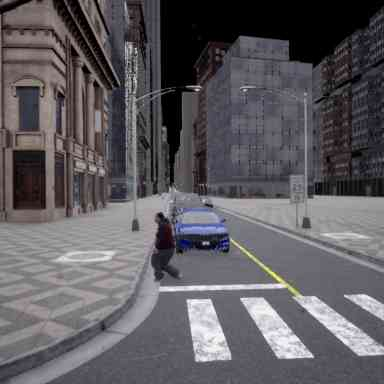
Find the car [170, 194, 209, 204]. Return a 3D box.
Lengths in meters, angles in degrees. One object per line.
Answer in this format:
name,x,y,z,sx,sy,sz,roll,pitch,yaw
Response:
car,-0.338,1.145,23.527,2.150,2.045,5.566,0,0,-3

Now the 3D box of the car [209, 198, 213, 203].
car,1.626,1.370,43.826,2.033,1.411,5.357,0,0,-4

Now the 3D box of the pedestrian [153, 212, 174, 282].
pedestrian,-0.687,1.282,8.136,0.375,1.860,0.375,0,0,-4

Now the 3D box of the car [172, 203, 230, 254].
car,0.271,1.437,13.602,1.882,1.535,5.008,0,0,-4

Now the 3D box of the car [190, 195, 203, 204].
car,0.773,1.325,57.551,1.994,1.385,4.181,0,0,-4

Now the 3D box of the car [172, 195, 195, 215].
car,-0.934,1.240,33.476,2.097,1.767,4.553,0,0,-3
